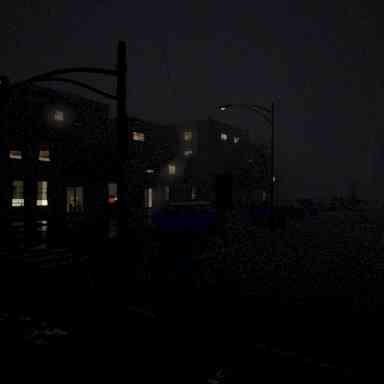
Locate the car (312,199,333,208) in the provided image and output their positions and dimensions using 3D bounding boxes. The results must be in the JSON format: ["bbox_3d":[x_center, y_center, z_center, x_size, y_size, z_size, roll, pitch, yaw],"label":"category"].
[{"bbox_3d":[20.222,1.766,51.338,1.895,1.301,4.718,1,0,35],"label":"car"}]

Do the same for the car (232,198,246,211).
[{"bbox_3d":[5.636,1.506,40.590,1.967,1.590,4.097,0,0,35],"label":"car"}]

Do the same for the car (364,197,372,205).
[{"bbox_3d":[34.646,1.809,67.444,1.887,1.381,4.507,0,0,35],"label":"car"}]

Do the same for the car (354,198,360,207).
[{"bbox_3d":[25.153,1.516,53.871,2.192,1.841,5.009,0,0,35],"label":"car"}]

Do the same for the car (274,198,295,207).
[{"bbox_3d":[15.130,1.665,54.163,1.887,1.381,4.507,0,0,35],"label":"car"}]

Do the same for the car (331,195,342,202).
[{"bbox_3d":[37.284,1.712,85.836,1.967,1.590,4.097,0,0,35],"label":"car"}]

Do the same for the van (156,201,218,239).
[{"bbox_3d":[-0.167,1.406,17.672,1.690,1.788,3.998,0,0,35],"label":"van"}]

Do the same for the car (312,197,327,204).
[{"bbox_3d":[27.691,1.728,72.122,1.752,1.417,4.829,0,0,35],"label":"car"}]

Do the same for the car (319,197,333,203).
[{"bbox_3d":[30.953,1.792,76.787,1.947,1.339,4.313,0,0,35],"label":"car"}]

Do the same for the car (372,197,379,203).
[{"bbox_3d":[44.141,1.899,81.018,1.947,1.339,4.313,0,0,35],"label":"car"}]

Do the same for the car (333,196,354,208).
[{"bbox_3d":[21.988,1.497,49.346,2.192,1.841,5.009,0,0,35],"label":"car"}]

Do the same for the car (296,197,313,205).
[{"bbox_3d":[21.459,1.705,63.212,1.887,1.381,4.507,0,0,35],"label":"car"}]

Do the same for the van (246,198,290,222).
[{"bbox_3d":[6.163,1.436,26.722,1.690,1.788,3.998,0,0,35],"label":"van"}]

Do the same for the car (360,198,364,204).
[{"bbox_3d":[28.414,1.748,58.534,1.752,1.417,4.829,0,0,35],"label":"car"}]

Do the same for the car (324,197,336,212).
[{"bbox_3d":[15.755,1.671,40.435,1.752,1.417,4.829,0,0,35],"label":"car"}]

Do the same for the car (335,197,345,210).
[{"bbox_3d":[18.821,1.729,44.820,1.947,1.339,4.313,0,0,35],"label":"car"}]

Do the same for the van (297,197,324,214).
[{"bbox_3d":[12.493,1.469,35.771,1.690,1.788,3.998,0,0,35],"label":"van"}]

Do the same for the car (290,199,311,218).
[{"bbox_3d":[9.327,1.655,31.245,1.887,1.381,4.507,0,0,35],"label":"car"}]

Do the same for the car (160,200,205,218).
[{"bbox_3d":[-0.792,1.558,31.400,1.752,1.417,4.829,0,0,35],"label":"car"}]

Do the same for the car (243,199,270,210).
[{"bbox_3d":[8.800,1.628,45.114,1.887,1.381,4.507,0,0,35],"label":"car"}]
